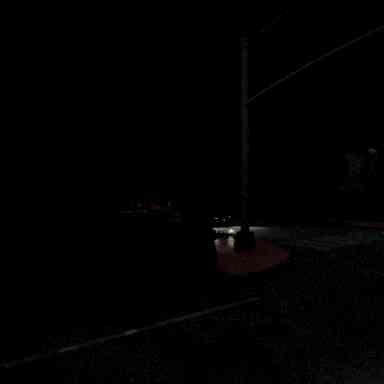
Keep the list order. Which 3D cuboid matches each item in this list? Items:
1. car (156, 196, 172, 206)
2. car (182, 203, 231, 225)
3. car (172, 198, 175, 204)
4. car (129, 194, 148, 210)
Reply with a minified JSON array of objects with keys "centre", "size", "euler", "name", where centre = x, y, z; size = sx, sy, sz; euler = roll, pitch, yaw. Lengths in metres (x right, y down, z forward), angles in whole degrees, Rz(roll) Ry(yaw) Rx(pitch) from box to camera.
[{"centre":[-4.908,1.573,55.135],"size":[2.128,1.511,4.902],"euler":[0,0,-2],"name":"car"},{"centre":[0.986,1.616,24.743],"size":[1.837,1.490,4.892],"euler":[0,1,-31],"name":"car"},{"centre":[-4.730,1.542,65.180],"size":[1.882,1.535,5.008],"euler":[0,0,9],"name":"car"},{"centre":[-7.254,1.324,44.666],"size":[2.150,2.045,5.566],"euler":[0,0,-12],"name":"car"}]
